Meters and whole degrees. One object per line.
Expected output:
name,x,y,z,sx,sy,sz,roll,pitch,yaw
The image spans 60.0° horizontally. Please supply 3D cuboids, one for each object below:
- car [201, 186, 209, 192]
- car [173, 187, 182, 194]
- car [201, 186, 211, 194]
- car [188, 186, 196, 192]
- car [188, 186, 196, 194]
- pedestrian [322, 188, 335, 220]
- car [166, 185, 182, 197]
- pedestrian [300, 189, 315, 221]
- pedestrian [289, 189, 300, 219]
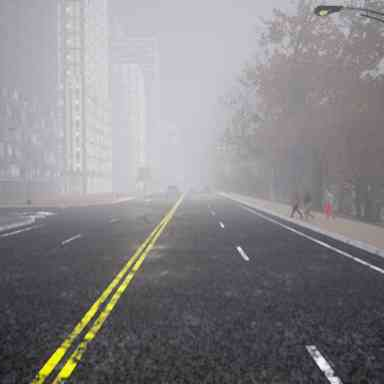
car,3.260,-0.777,85.258,1.882,1.535,5.008,0,1,0
car,-3.241,-0.355,75.442,1.994,1.385,4.181,0,1,0
car,3.257,-0.385,74.871,1.837,1.490,4.892,0,1,0
car,0.010,-0.730,85.259,1.812,1.442,4.674,0,1,0
car,0.009,-0.345,74.872,2.033,1.411,5.357,0,1,0
pedestrian,7.725,0.663,18.785,0.375,1.860,0.375,0,2,0
car,-3.297,-0.257,58.792,2.150,2.045,5.566,0,1,1
pedestrian,6.303,0.678,18.186,0.375,1.860,0.375,0,2,0
pedestrian,6.051,0.648,19.385,0.375,1.860,0.375,0,2,0
